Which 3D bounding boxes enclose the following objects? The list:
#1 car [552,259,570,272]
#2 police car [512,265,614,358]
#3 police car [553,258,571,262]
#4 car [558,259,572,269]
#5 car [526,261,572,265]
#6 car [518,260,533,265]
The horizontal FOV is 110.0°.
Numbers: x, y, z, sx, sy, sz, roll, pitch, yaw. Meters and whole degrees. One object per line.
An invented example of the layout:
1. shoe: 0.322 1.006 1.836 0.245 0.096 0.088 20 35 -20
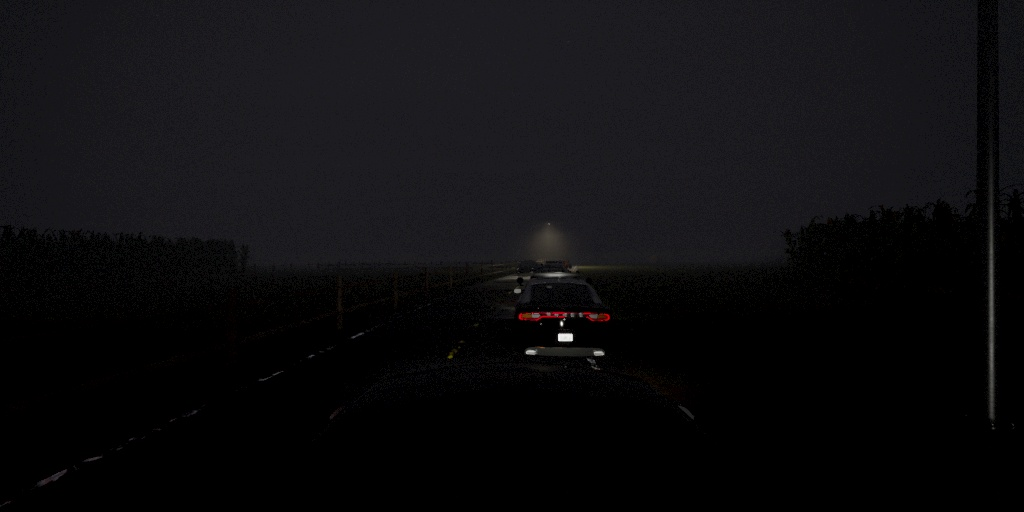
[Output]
1. car: 6.227 1.187 45.318 1.882 1.535 5.008 0 0 12
2. police car: 1.057 1.173 8.647 1.930 1.638 5.238 0 0 3
3. police car: 2.855 1.159 24.295 1.930 1.638 5.238 0 0 10
4. car: 8.271 1.259 55.911 1.994 1.385 4.181 0 0 11
5. car: 1.967 1.218 18.342 1.882 1.535 5.008 0 0 7
6. car: 1.719 1.199 37.017 1.882 1.535 5.008 0 0 12
